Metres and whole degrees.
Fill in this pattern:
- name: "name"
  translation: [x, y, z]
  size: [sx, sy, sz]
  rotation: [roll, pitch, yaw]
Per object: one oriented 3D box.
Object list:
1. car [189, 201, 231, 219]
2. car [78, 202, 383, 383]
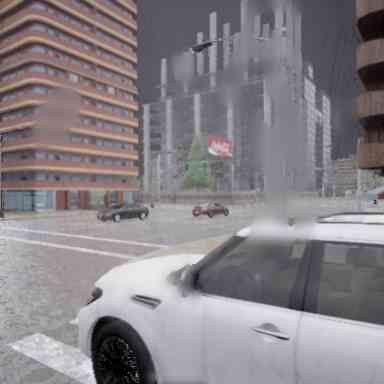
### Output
- name: "car"
  translation: [1.793, 1.664, 31.912]
  size: [1.812, 1.442, 4.674]
  rotation: [0, 0, 36]
- name: "car"
  translation: [1.272, 1.226, 3.190]
  size: [5.566, 2.045, 2.150]
  rotation: [0, 0, 37]
